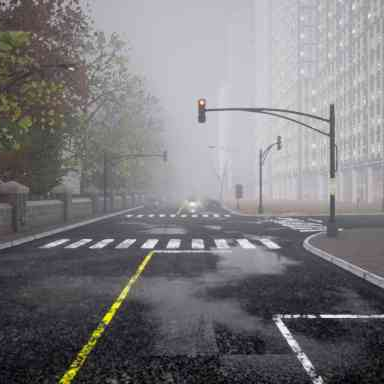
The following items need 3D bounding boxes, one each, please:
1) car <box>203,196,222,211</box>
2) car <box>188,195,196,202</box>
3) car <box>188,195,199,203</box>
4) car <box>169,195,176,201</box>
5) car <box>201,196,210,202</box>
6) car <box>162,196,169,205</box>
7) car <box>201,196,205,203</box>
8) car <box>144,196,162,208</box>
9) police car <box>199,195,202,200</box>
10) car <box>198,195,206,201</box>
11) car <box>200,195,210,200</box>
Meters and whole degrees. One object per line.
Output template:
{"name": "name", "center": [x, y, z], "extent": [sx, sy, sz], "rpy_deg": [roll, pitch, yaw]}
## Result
{"name": "car", "center": [2.689, 1.587, 41.506], "extent": [1.947, 1.339, 4.313], "rpy_deg": [0, 0, 0]}
{"name": "car", "center": [-0.004, 1.570, 80.044], "extent": [1.837, 1.490, 4.892], "rpy_deg": [0, 0, 0]}
{"name": "car", "center": [0.042, 1.566, 71.027], "extent": [2.128, 1.511, 4.902], "rpy_deg": [0, 0, 0]}
{"name": "car", "center": [-5.692, 1.626, 86.565], "extent": [1.887, 1.381, 4.507], "rpy_deg": [0, 0, 0]}
{"name": "car", "center": [3.146, 1.590, 76.818], "extent": [1.812, 1.442, 4.674], "rpy_deg": [0, 0, 0]}
{"name": "car", "center": [-5.691, 1.478, 58.404], "extent": [1.967, 1.590, 4.097], "rpy_deg": [0, 0, 0]}
{"name": "car", "center": [2.689, 1.592, 47.139], "extent": [1.947, 1.339, 4.313], "rpy_deg": [0, 0, 0]}
{"name": "car", "center": [-5.691, 1.608, 47.138], "extent": [1.802, 1.307, 4.206], "rpy_deg": [0, 0, 0]}
{"name": "police car", "center": [3.132, 1.478, 69.928], "extent": [1.930, 1.638, 5.238], "rpy_deg": [0, 0, 0]}
{"name": "car", "center": [2.688, 1.642, 92.197], "extent": [2.008, 1.369, 4.403], "rpy_deg": [0, 0, 0]}
{"name": "car", "center": [2.689, 1.597, 52.771], "extent": [1.947, 1.339, 4.313], "rpy_deg": [0, 0, 0]}
